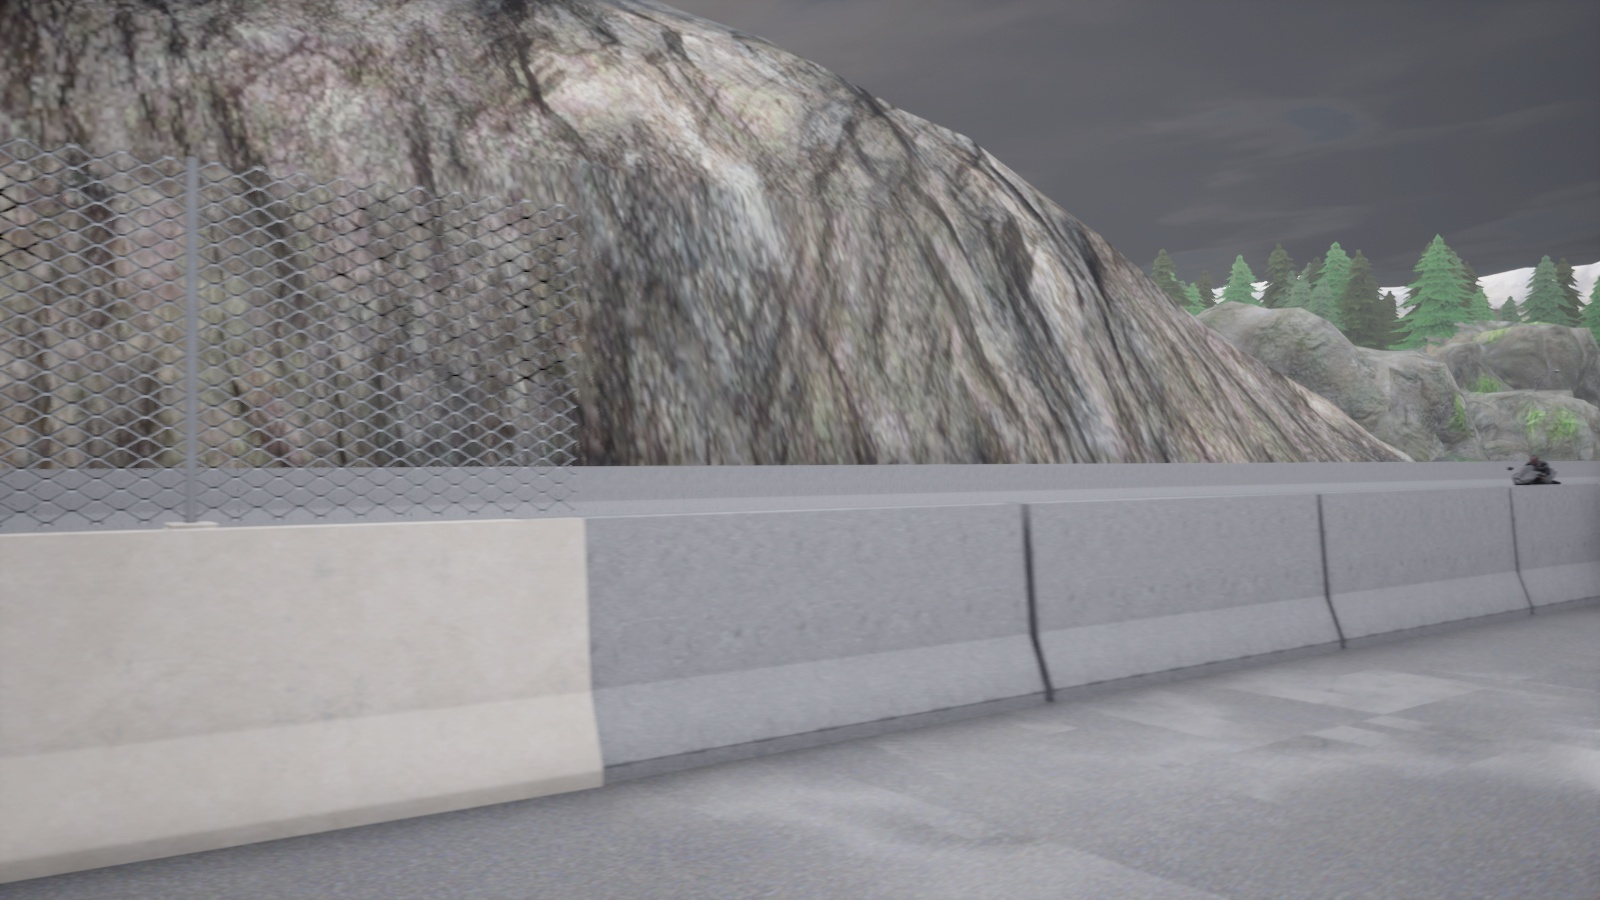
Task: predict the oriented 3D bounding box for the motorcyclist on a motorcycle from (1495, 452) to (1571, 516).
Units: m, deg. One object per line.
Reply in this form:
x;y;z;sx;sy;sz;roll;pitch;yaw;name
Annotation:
18.118;0.821;31.024;2.191;1.530;0.866;0;0;-38;motorcyclist on a motorcycle
